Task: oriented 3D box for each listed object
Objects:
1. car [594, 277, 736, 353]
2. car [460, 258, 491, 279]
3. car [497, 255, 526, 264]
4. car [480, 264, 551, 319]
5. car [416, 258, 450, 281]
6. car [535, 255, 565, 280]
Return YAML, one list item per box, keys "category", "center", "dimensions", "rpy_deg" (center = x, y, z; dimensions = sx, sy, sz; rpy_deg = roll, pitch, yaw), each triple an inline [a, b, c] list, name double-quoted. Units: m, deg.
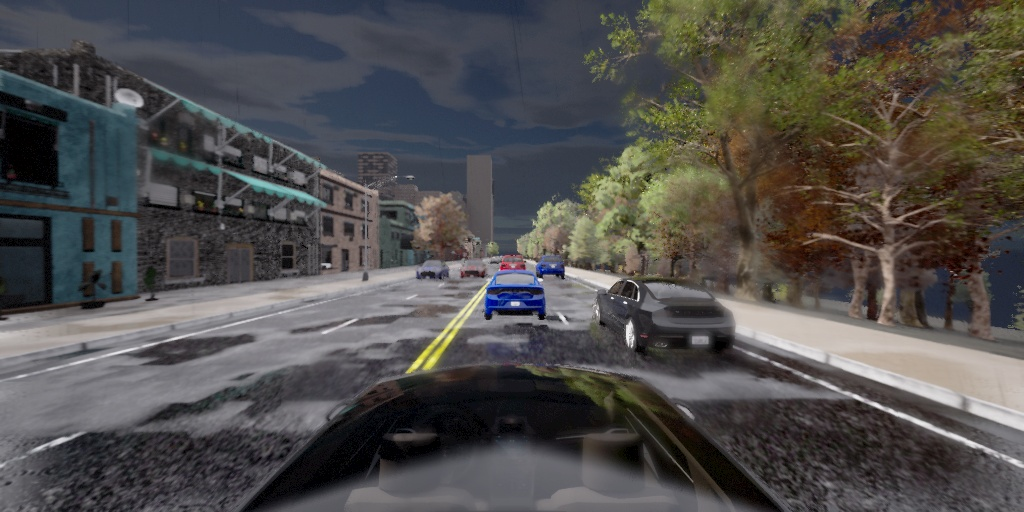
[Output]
- category: "car"
  center: [3.349, 1.253, 8.797]
  dimensions: [1.837, 1.490, 4.892]
  rpy_deg: [0, 0, 0]
- category: "car"
  center: [-3.351, 1.095, 32.104]
  dimensions: [2.097, 1.767, 4.553]
  rpy_deg: [0, 0, 0]
- category: "car"
  center: [0.096, 0.964, 31.758]
  dimensions: [2.150, 2.045, 5.566]
  rpy_deg: [0, 0, 0]
- category: "car"
  center: [0.098, 1.225, 12.801]
  dimensions: [1.882, 1.535, 5.008]
  rpy_deg: [0, 0, 0]
- category: "car"
  center: [-6.601, 1.095, 30.305]
  dimensions: [2.097, 1.767, 4.553]
  rpy_deg: [0, 0, 0]
- category: "car"
  center: [3.344, 0.964, 31.819]
  dimensions: [2.150, 2.045, 5.566]
  rpy_deg: [0, 0, 0]
